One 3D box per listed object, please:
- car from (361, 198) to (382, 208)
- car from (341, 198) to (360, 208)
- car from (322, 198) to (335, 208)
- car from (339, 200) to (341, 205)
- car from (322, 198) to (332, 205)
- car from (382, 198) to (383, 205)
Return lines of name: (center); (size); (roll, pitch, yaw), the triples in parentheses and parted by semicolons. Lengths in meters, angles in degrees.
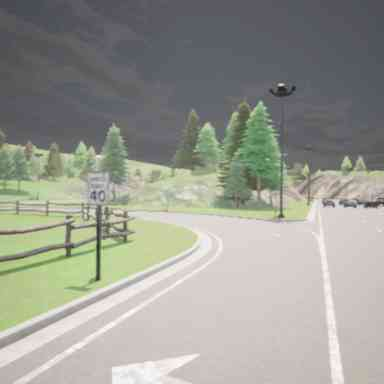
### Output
car: (32.350, 2.107, 60.139); (1.882, 1.535, 5.008); (0, 0, 21)
car: (28.773, 2.159, 60.599); (1.994, 1.385, 4.181); (0, 0, 21)
car: (25.537, 2.060, 61.933); (2.128, 1.511, 4.902); (0, 0, 21)
car: (33.401, 2.117, 72.892); (2.128, 1.511, 4.902); (0, 0, 21)
car: (30.127, 2.116, 74.129); (1.994, 1.385, 4.181); (0, 0, 21)
car: (40.235, 2.035, 71.170); (2.097, 1.767, 4.553); (0, 0, 21)
